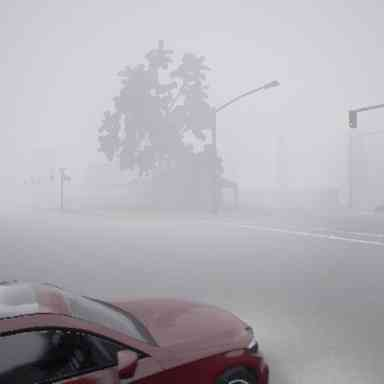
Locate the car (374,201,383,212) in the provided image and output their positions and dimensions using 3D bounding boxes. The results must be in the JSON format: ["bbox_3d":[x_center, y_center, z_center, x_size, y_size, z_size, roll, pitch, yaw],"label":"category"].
[{"bbox_3d":[21.978,1.484,36.618,4.674,1.442,1.812,0,0,-35],"label":"car"}]

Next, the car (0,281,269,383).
[{"bbox_3d":[-1.425,1.526,2.724,4.674,1.442,1.812,0,0,-35],"label":"car"}]
